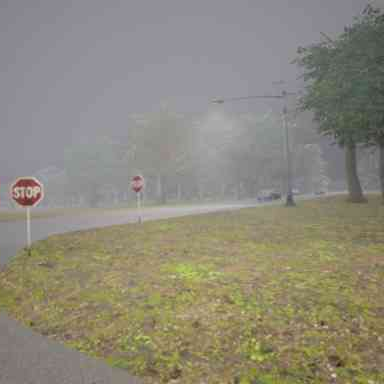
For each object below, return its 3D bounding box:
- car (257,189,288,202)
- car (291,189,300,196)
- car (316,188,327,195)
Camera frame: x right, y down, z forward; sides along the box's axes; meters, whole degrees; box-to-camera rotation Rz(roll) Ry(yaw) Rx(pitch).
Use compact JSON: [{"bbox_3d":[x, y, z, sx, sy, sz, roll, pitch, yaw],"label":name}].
[{"bbox_3d":[9.593,0.430,40.900,2.128,1.511,4.902,-4,-1,34],"label":"car"},{"bbox_3d":[21.527,0.158,70.739,1.882,1.535,5.008,-4,-1,34],"label":"car"},{"bbox_3d":[27.937,-0.110,71.837,1.994,1.385,4.181,-3,-1,28],"label":"car"}]
